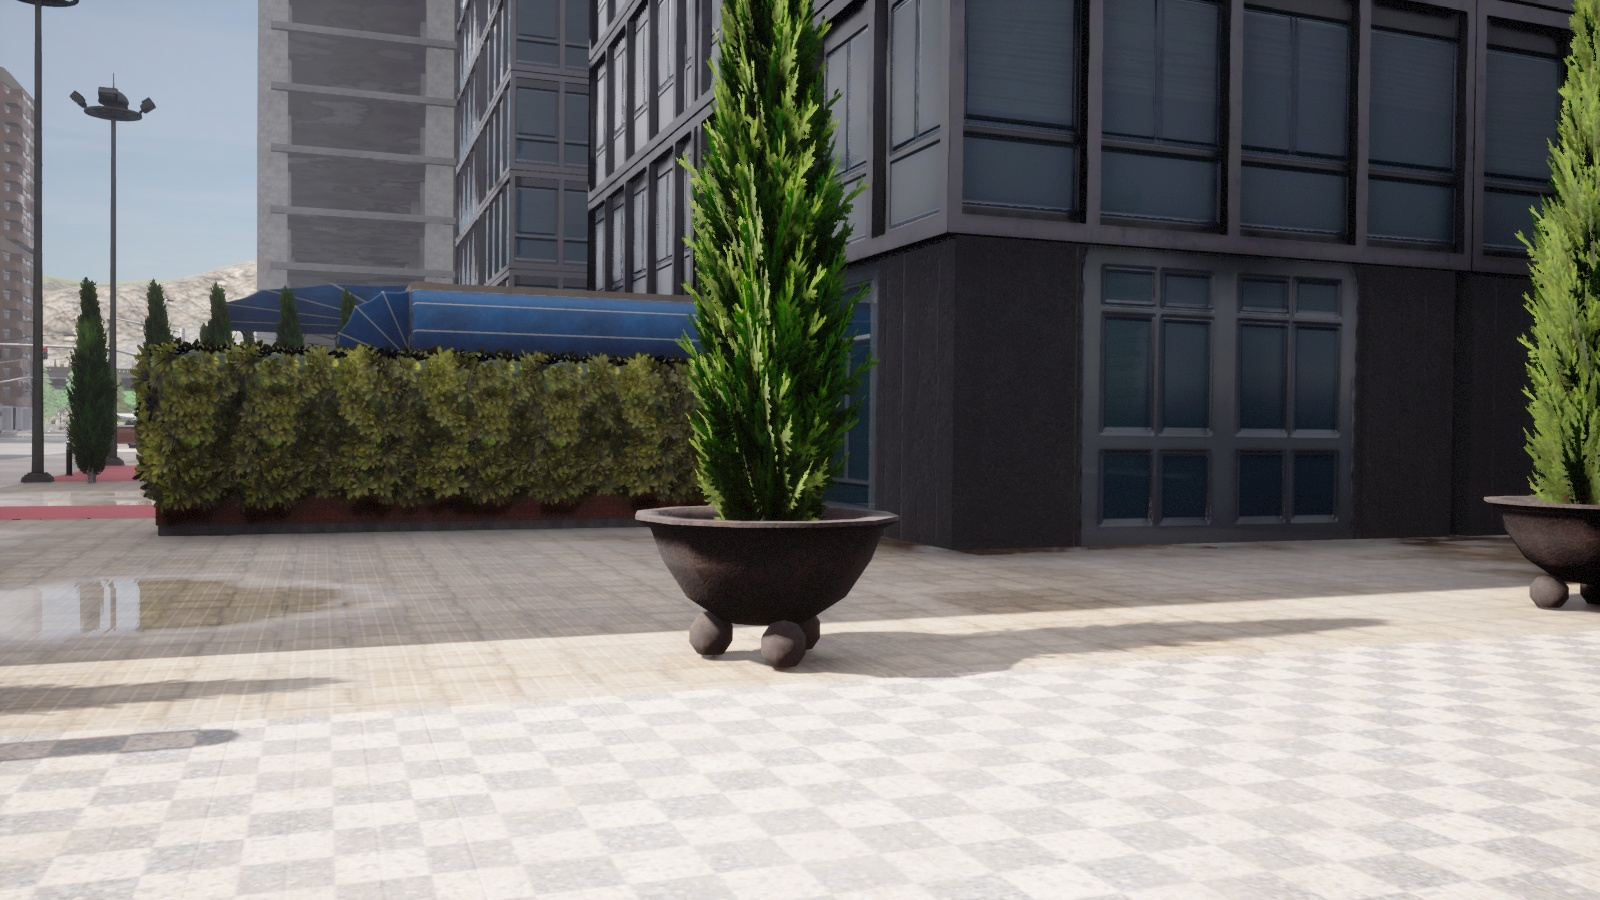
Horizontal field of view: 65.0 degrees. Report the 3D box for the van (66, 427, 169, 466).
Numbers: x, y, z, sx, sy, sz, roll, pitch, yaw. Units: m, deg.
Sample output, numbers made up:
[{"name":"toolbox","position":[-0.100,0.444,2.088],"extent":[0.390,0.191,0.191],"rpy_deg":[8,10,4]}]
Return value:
[{"name":"van","position":[-37.037,-0.188,68.200],"extent":[2.069,2.038,4.480],"rpy_deg":[-1,0,44]}]
